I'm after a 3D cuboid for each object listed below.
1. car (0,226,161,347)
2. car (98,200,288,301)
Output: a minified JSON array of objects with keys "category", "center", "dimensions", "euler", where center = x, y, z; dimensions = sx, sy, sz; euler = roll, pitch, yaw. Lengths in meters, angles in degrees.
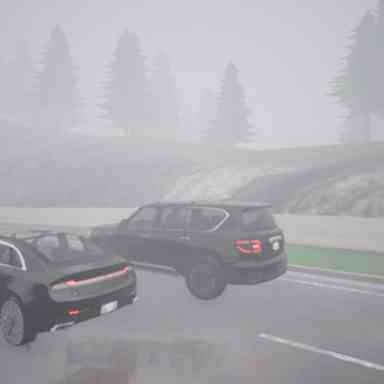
[{"category":"car","center":[-3.193,1.486,6.326],"dimensions":[4.902,1.511,2.128],"euler":[0,0,36]},{"category":"car","center":[-0.396,1.224,8.585],"dimensions":[5.566,2.045,2.150],"euler":[0,0,36]}]
